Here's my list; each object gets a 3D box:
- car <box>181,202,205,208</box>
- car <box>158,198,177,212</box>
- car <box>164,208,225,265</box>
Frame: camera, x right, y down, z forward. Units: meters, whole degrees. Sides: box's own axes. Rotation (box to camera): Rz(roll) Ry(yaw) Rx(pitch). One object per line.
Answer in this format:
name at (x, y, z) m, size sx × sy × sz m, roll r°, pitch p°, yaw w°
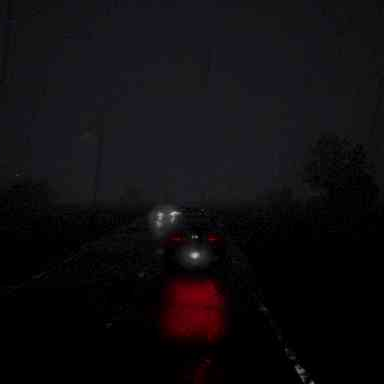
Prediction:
car at (0.094, 1.539, 27.731) m, size 1.812 × 1.442 × 4.674 m, roll 0°, pitch 0°, yaw 0°
car at (-2.835, 1.526, 39.011) m, size 1.837 × 1.490 × 4.892 m, roll 0°, pitch 0°, yaw 0°
car at (0.087, 1.508, 11.632) m, size 1.837 × 1.490 × 4.892 m, roll 0°, pitch 0°, yaw 0°
